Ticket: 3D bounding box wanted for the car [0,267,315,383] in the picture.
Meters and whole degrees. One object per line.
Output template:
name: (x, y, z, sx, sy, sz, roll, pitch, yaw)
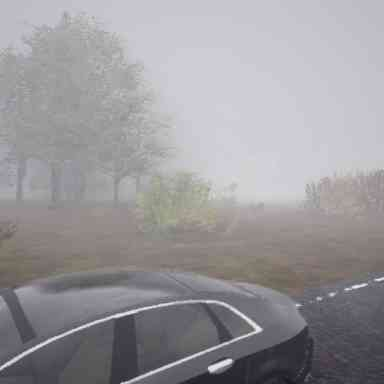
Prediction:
car: (-1.039, 1.505, 2.623, 4.892, 1.490, 1.837, 0, 0, -35)
